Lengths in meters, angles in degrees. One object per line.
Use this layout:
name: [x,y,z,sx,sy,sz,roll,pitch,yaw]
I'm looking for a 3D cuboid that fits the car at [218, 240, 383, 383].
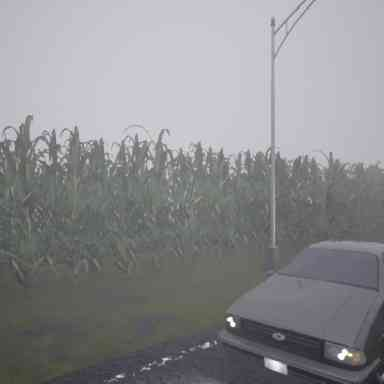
car: [2.711,1.591,5.725,2.033,1.411,5.357,-2,-2,42]
